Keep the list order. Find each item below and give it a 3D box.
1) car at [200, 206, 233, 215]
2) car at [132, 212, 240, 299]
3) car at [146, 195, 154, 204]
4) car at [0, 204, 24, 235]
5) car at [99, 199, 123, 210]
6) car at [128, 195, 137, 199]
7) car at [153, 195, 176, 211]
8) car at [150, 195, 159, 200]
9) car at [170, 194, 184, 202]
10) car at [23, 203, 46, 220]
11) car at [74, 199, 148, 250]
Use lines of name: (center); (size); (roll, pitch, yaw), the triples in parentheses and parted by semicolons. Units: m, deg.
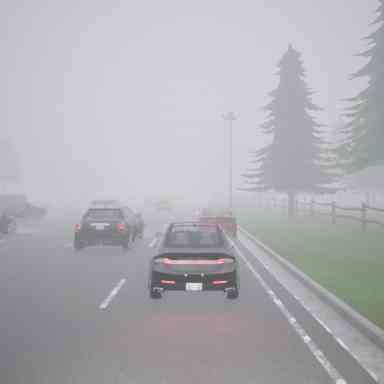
car: (1.235, 1.478, 17.760); (1.882, 1.535, 5.008); (0, 0, 0)
car: (0.057, 1.491, 8.419); (2.128, 1.511, 4.902); (0, 0, 0)
car: (-6.877, 1.525, 55.249); (1.812, 1.442, 4.674); (0, 0, 0)
car: (-10.390, 1.505, 15.976); (1.837, 1.490, 4.892); (0, 0, 0)
car: (-10.375, 1.600, 42.982); (1.895, 1.301, 4.718); (0, 0, 0)
car: (-13.953, 1.524, 77.281); (1.812, 1.442, 4.674); (0, 0, 0)
car: (-3.374, 1.477, 41.363); (1.882, 1.535, 5.008); (0, 0, 0)
car: (-10.446, 1.552, 92.112); (1.994, 1.385, 4.181); (0, 0, 0)
car: (-3.439, 1.541, 73.672); (2.033, 1.411, 5.357); (0, 0, 0)
car: (-13.935, 1.601, 27.673); (1.895, 1.301, 4.718); (0, 0, -1)
car: (-3.391, 1.352, 14.405); (2.097, 1.767, 4.553); (0, 0, 0)
